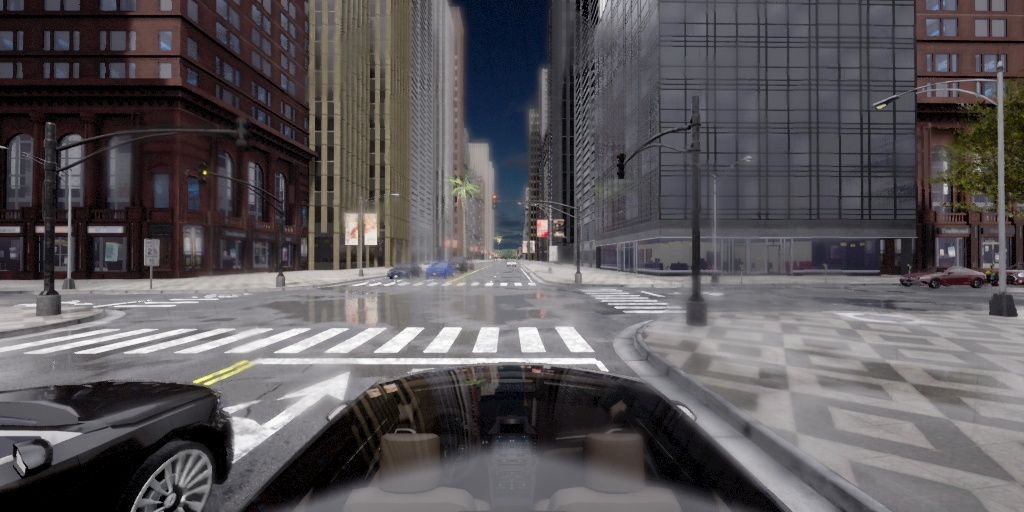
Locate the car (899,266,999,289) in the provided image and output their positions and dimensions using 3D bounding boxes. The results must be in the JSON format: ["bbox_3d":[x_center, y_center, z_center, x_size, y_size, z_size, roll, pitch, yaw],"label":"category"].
[{"bbox_3d":[26.434,1.276,22.006,4.207,1.307,1.802,0,0,-1],"label":"car"}]

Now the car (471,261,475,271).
[{"bbox_3d":[-6.658,1.411,53.956,1.812,1.442,4.674,0,0,0],"label":"car"}]

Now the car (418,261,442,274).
[{"bbox_3d":[-9.914,1.371,43.715,1.812,1.442,4.674,0,0,0],"label":"car"}]

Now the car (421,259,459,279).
[{"bbox_3d":[-6.644,1.291,33.558,1.882,1.535,5.008,0,0,2],"label":"car"}]

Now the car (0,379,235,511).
[{"bbox_3d":[-3.138,1.241,0.918,2.128,1.511,4.902,0,0,-1],"label":"car"}]

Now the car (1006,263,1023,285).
[{"bbox_3d":[32.072,1.118,22.102,4.097,1.591,1.967,0,0,-1],"label":"car"}]

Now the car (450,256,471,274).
[{"bbox_3d":[-6.660,1.067,43.666,2.150,2.045,5.566,0,0,0],"label":"car"}]

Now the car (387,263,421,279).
[{"bbox_3d":[-9.864,1.361,33.528,2.033,1.411,5.357,0,0,3],"label":"car"}]
